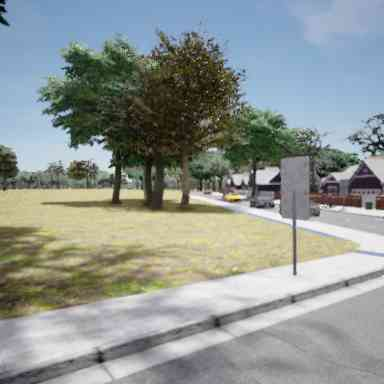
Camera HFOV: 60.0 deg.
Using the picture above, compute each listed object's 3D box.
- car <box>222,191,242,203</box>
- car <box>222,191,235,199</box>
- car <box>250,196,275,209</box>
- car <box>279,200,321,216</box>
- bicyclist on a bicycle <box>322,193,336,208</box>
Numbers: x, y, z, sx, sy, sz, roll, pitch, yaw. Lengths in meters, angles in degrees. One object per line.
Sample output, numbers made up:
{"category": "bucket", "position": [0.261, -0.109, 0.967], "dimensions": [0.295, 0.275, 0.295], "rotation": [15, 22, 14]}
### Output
{"category": "car", "position": [6.607, 0.905, 53.055], "dimensions": [1.882, 1.535, 5.008], "rotation": [-1, 1, -5]}
{"category": "car", "position": [7.602, 0.652, 69.836], "dimensions": [1.837, 1.490, 4.892], "rotation": [-1, 1, -6]}
{"category": "car", "position": [8.157, 1.187, 38.720], "dimensions": [1.994, 1.385, 4.181], "rotation": [-1, 1, -6]}
{"category": "car", "position": [9.239, 1.108, 28.804], "dimensions": [2.097, 1.767, 4.553], "rotation": [-1, 1, -6]}
{"category": "bicyclist on a bicycle", "position": [14.443, 0.923, 35.087], "dimensions": [1.656, 1.620, 0.582], "rotation": [-1, 1, -6]}
